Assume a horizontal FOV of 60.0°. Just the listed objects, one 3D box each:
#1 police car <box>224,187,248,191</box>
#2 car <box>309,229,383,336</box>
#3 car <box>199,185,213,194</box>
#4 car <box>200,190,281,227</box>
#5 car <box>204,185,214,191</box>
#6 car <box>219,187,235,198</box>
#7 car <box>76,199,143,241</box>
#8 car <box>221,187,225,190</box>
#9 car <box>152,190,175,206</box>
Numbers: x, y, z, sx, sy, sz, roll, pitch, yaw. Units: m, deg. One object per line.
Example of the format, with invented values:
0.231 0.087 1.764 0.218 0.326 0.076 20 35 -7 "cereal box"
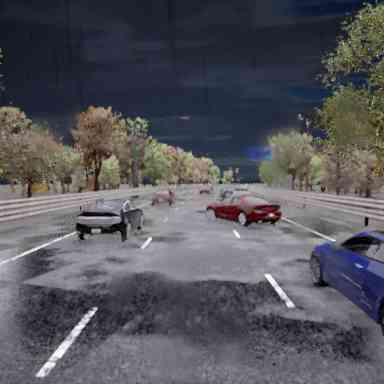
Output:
4.019 0.541 27.411 1.930 1.638 5.238 0 2 2 "police car"
3.526 1.340 5.565 1.812 1.442 4.674 0 2 0 "car"
2.321 -0.296 59.773 1.895 1.301 4.718 0 2 5 "car"
2.619 0.889 18.072 1.882 1.535 5.008 -1 2 -28 "car"
4.076 -0.941 78.611 2.033 1.411 5.357 0 2 6 "car"
5.112 -0.016 49.021 2.033 1.411 5.357 0 2 4 "car"
-3.238 1.038 13.831 2.128 1.511 4.902 0 2 1 "car"
4.488 0.270 38.165 2.128 1.511 4.902 0 2 3 "car"
-2.684 0.495 32.024 1.812 1.442 4.674 0 2 2 "car"
